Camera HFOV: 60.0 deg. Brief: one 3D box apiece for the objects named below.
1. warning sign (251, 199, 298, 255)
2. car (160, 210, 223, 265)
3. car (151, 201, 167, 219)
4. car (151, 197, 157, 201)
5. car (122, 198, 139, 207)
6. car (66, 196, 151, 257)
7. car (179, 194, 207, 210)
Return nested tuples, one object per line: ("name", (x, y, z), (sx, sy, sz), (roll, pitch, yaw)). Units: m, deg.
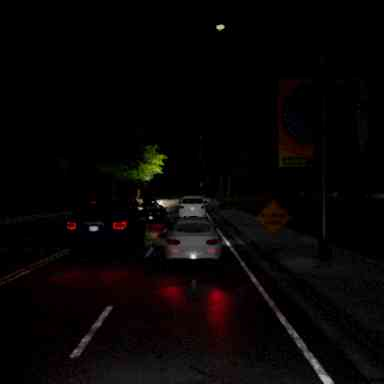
("warning sign", (2.832, 1.171, 11.560), (1.300, 1.860, 1.060), (-1, -1, 0))
("car", (0.042, 1.582, 11.741), (1.812, 1.442, 4.674), (0, 0, 0))
("car", (-3.192, 1.719, 28.147), (1.895, 1.301, 4.718), (0, 0, 0))
("car", (-6.585, 1.492, 51.348), (2.097, 1.767, 4.553), (0, 0, 0))
("car", (-9.821, 1.703, 53.469), (1.994, 1.385, 4.181), (0, 0, 0))
("car", (-3.184, 1.284, 13.377), (2.150, 2.045, 5.566), (0, 0, 0))
("car", (0.058, 1.343, 28.437), (2.150, 2.045, 5.566), (0, 0, 0))
